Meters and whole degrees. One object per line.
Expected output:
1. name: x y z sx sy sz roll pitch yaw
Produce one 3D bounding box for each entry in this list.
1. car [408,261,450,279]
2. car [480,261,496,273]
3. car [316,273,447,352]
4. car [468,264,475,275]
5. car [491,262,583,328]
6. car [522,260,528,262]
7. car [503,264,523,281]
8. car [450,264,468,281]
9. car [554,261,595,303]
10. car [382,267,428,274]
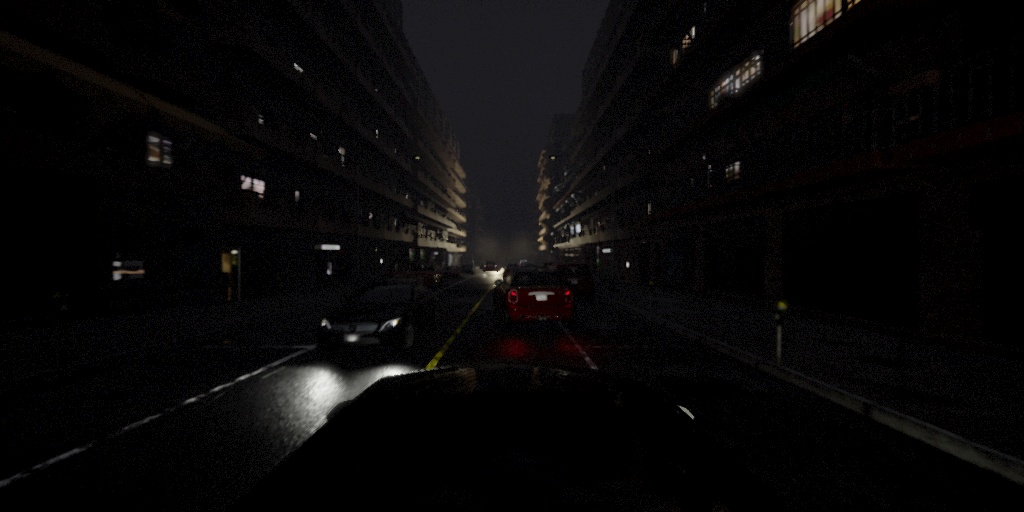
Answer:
1. car: -5.688 1.260 23.007 2.192 1.841 5.009 0 0 0
2. car: -2.993 1.468 51.668 2.097 1.767 4.553 0 0 0
3. car: -3.098 1.346 9.269 1.812 1.442 4.674 0 -1 0
4. car: -5.685 1.708 45.667 1.948 1.339 4.313 0 0 0
5. car: 0.566 1.198 12.046 2.097 1.767 4.553 0 -1 -7
6. car: 2.699 1.805 57.052 1.948 1.339 4.313 0 0 0
7. car: 0.104 1.583 35.726 1.812 1.442 4.674 0 0 0
8. car: -5.687 1.590 34.337 1.888 1.381 4.507 0 0 0
9. car: 2.659 1.210 17.402 2.192 1.841 5.009 0 0 0
10. car: -5.689 1.440 17.344 1.888 1.381 4.507 0 0 0
